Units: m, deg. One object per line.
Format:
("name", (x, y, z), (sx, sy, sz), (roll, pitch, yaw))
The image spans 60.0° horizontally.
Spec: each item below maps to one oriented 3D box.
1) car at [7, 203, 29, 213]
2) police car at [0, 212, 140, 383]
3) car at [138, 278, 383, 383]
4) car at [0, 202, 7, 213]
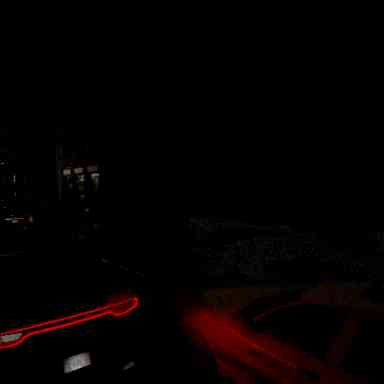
("car", (-8.965, 1.291, 16.074), (1.967, 1.590, 4.097), (-2, 1, -39))
("police car", (-2.682, 1.364, 5.097), (1.930, 1.638, 5.238), (-2, 2, -39))
("car", (1.493, 1.410, 3.034), (1.752, 1.417, 4.829), (-2, 2, -38))
("car", (-8.849, 1.270, 12.792), (2.097, 1.767, 4.553), (-2, 2, -39))
